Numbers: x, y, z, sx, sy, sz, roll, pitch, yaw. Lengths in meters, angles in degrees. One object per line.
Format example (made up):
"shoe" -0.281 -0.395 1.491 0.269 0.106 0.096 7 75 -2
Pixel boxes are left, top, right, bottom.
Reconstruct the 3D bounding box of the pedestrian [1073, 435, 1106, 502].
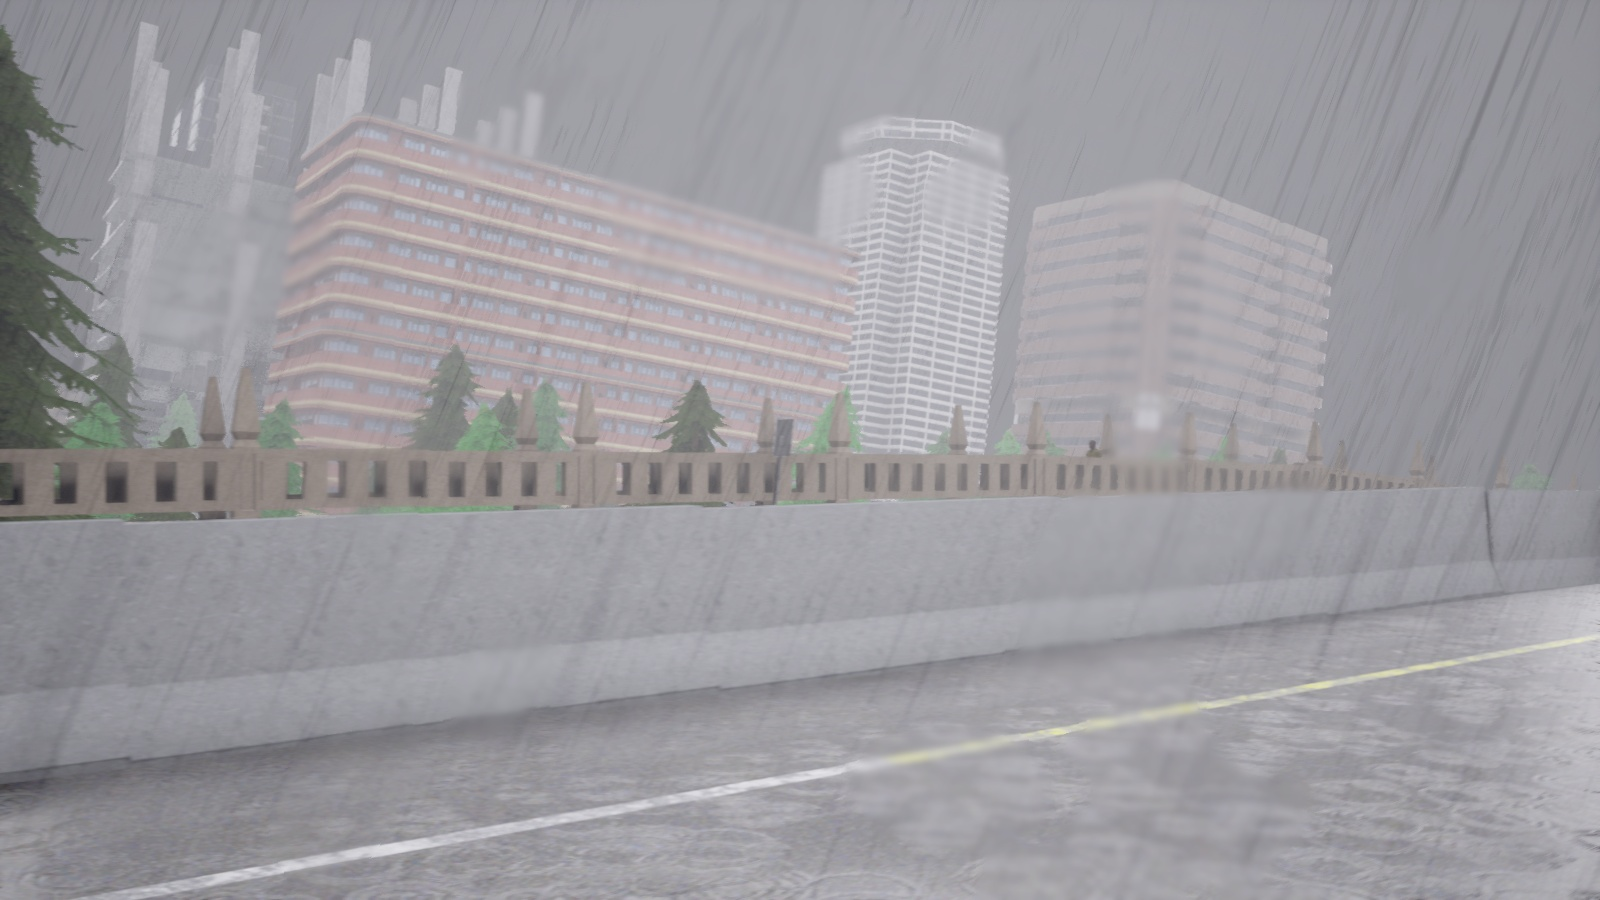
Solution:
"pedestrian" 8.272 0.535 35.847 0.726 1.835 0.370 9 -5 -34
